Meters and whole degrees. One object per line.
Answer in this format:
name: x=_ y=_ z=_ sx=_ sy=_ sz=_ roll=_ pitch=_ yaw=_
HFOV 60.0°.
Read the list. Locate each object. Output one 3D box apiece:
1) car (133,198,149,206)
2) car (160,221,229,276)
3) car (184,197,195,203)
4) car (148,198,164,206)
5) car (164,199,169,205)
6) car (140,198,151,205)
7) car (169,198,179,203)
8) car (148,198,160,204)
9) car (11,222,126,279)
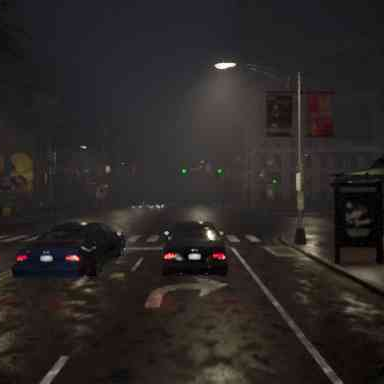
car: x=-10.668 y=2.153 z=67.332 sx=2.033 sy=1.411 sz=5.357 roll=0 pitch=-1 yaw=0
car: x=0.065 y=1.643 z=10.587 sx=2.033 sy=1.411 sz=5.357 roll=0 pitch=-1 yaw=0
car: x=-0.649 y=2.202 z=94.547 sx=2.097 sy=1.767 sz=4.553 roll=0 pitch=-1 yaw=22
car: x=-7.167 y=2.129 z=67.070 sx=1.812 sy=1.442 sz=4.674 roll=0 pitch=-1 yaw=0
car: x=-7.187 y=2.222 z=77.471 sx=2.128 sy=1.511 sz=4.902 roll=0 pitch=-1 yaw=0
car: x=-10.690 y=2.174 z=77.311 sx=1.882 sy=1.535 sz=5.008 roll=0 pitch=-1 yaw=0
car: x=-5.111 y=2.368 z=92.324 sx=2.033 sy=1.411 sz=5.357 roll=0 pitch=-1 yaw=16
car: x=-9.869 y=2.288 z=87.518 sx=1.837 sy=1.490 sz=4.892 roll=0 pitch=-1 yaw=9
car: x=-3.437 y=1.643 z=10.366 sx=2.033 sy=1.411 sz=5.357 roll=0 pitch=-1 yaw=0
